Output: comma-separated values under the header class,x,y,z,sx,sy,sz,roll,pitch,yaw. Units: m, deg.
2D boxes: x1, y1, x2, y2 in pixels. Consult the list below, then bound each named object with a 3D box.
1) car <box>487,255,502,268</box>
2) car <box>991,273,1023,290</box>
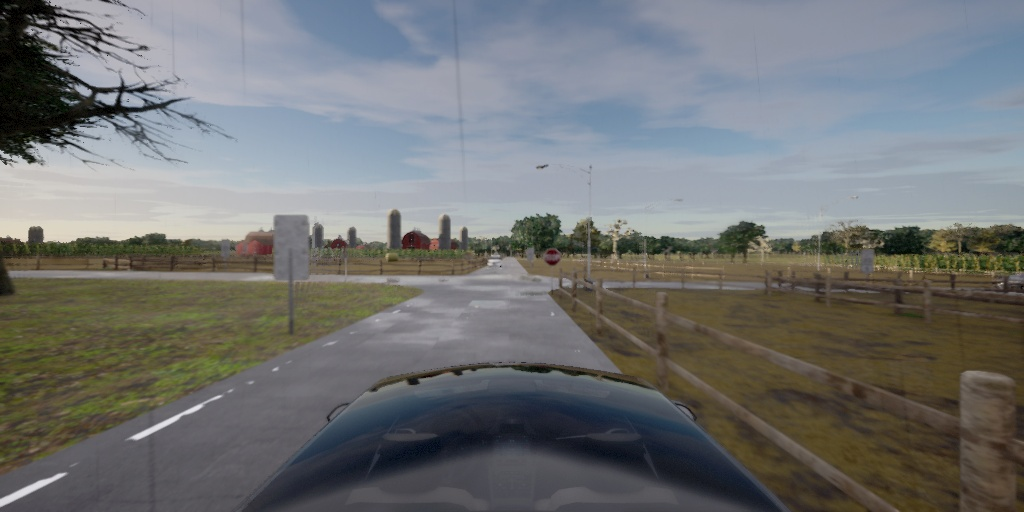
class,x,y,z,sx,sy,sz,roll,pitch,yaw
car,-2.767,0.945,58.707,2.150,2.045,5.566,0,2,0
car,43.809,2.199,30.346,4.902,1.511,2.128,2,1,0
